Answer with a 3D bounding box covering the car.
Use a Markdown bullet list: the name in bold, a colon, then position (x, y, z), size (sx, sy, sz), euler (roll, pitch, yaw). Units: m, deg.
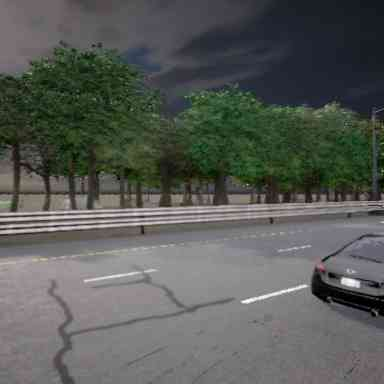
- **car**: position (4.428, 1.565, 7.028), size (4.181, 1.385, 1.994), euler (0, 0, -35)
